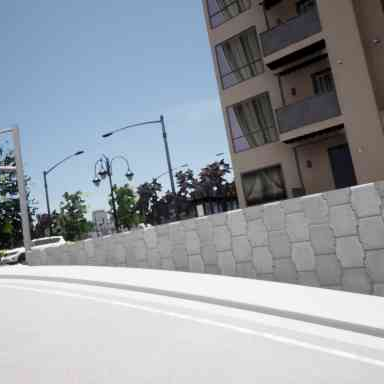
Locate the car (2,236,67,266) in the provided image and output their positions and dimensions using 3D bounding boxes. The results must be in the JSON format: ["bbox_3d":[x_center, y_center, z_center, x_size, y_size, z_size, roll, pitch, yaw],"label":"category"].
[{"bbox_3d":[-14.119,5.313,30.278,2.150,2.045,5.566,-14,-8,35],"label":"car"}]
